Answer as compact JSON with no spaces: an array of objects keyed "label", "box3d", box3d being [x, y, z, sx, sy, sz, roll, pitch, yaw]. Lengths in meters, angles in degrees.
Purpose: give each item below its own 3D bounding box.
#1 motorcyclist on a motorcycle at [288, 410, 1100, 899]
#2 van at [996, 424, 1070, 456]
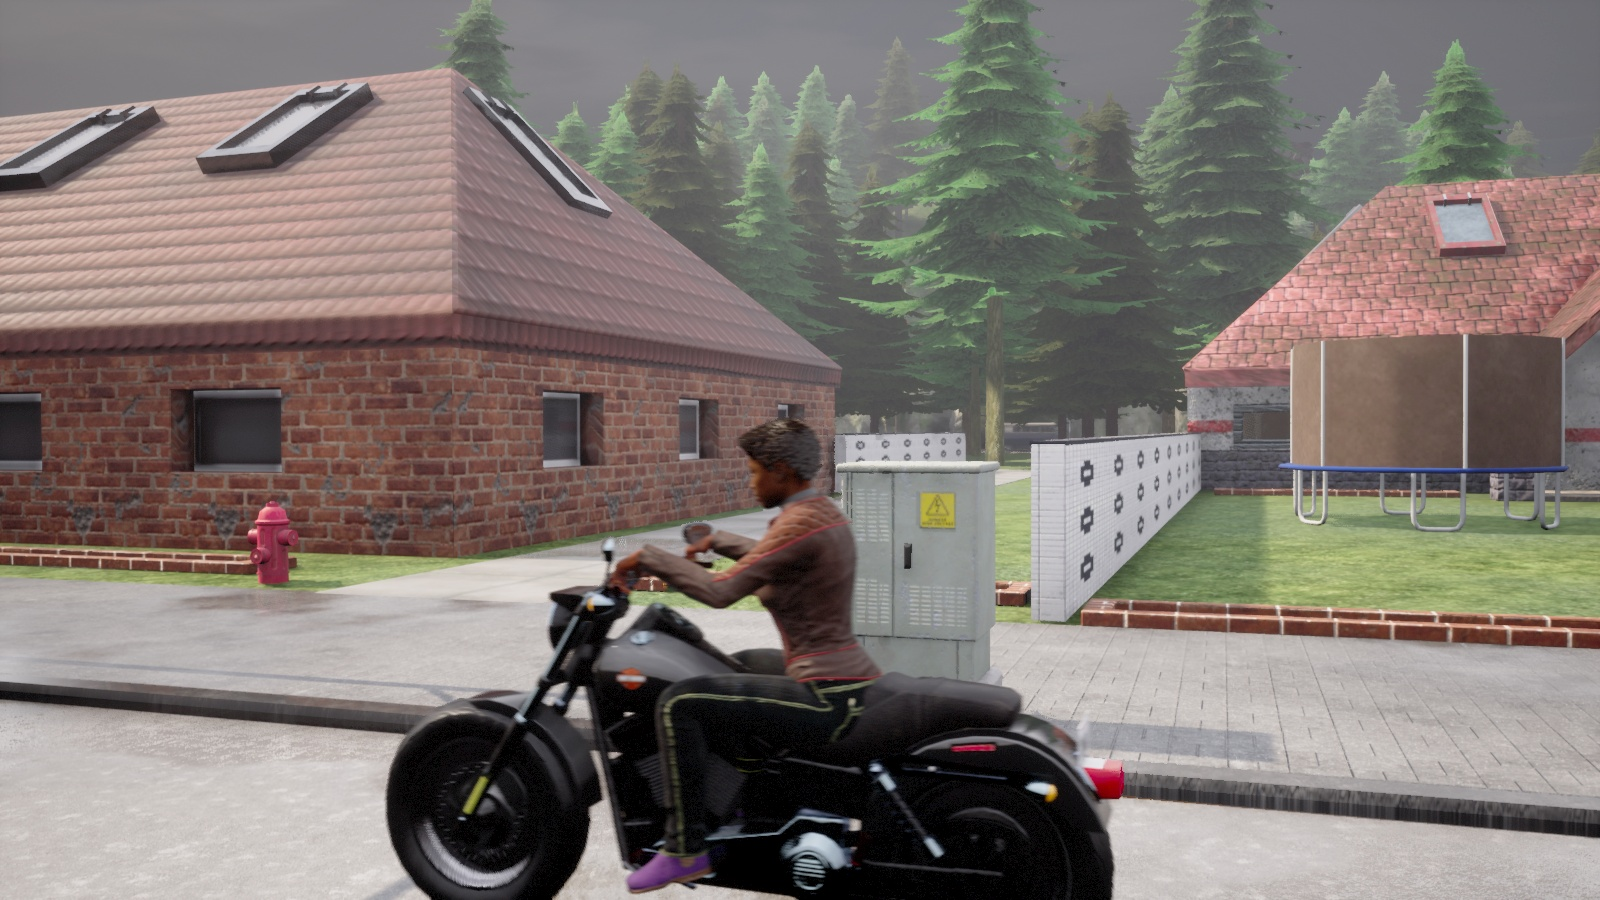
[{"label":"motorcyclist on a motorcycle","box3d":[-0.327,0.715,3.830,2.350,1.649,0.766,0,1,19]},{"label":"van","box3d":[15.054,-0.663,81.125,4.442,1.987,1.775,1,1,19]}]
